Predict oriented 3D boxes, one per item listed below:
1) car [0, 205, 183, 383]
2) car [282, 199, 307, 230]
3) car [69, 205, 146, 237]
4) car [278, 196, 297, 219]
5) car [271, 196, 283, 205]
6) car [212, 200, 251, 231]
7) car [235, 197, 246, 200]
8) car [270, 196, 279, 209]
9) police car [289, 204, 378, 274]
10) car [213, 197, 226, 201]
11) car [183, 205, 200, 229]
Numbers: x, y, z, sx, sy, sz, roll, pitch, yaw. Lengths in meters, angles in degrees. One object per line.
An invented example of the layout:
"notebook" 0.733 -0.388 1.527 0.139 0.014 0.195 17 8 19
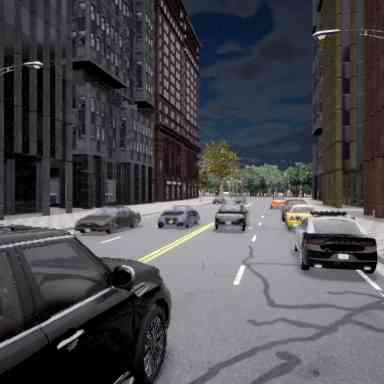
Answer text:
"car" -1.872 1.219 2.436 2.150 2.045 5.566 0 0 14
"car" 6.802 1.454 20.688 1.801 1.575 5.366 0 0 14
"car" -4.655 1.547 19.385 2.033 1.411 5.357 0 0 14
"car" 8.165 1.350 26.305 2.097 1.767 4.553 0 0 14
"car" 15.326 1.540 59.948 2.033 1.411 5.357 0 0 14
"car" 2.620 1.491 20.944 2.128 1.511 4.902 0 0 13
"car" 9.016 1.556 61.772 1.994 1.385 4.181 0 0 14
"car" 11.701 1.348 44.983 2.097 1.767 4.553 0 0 14
"police car" 4.424 1.425 10.892 1.930 1.638 5.238 0 0 14
"car" 4.806 1.541 58.293 2.033 1.411 5.357 0 0 14
"car" -0.778 1.563 21.573 1.994 1.385 4.181 0 0 14
